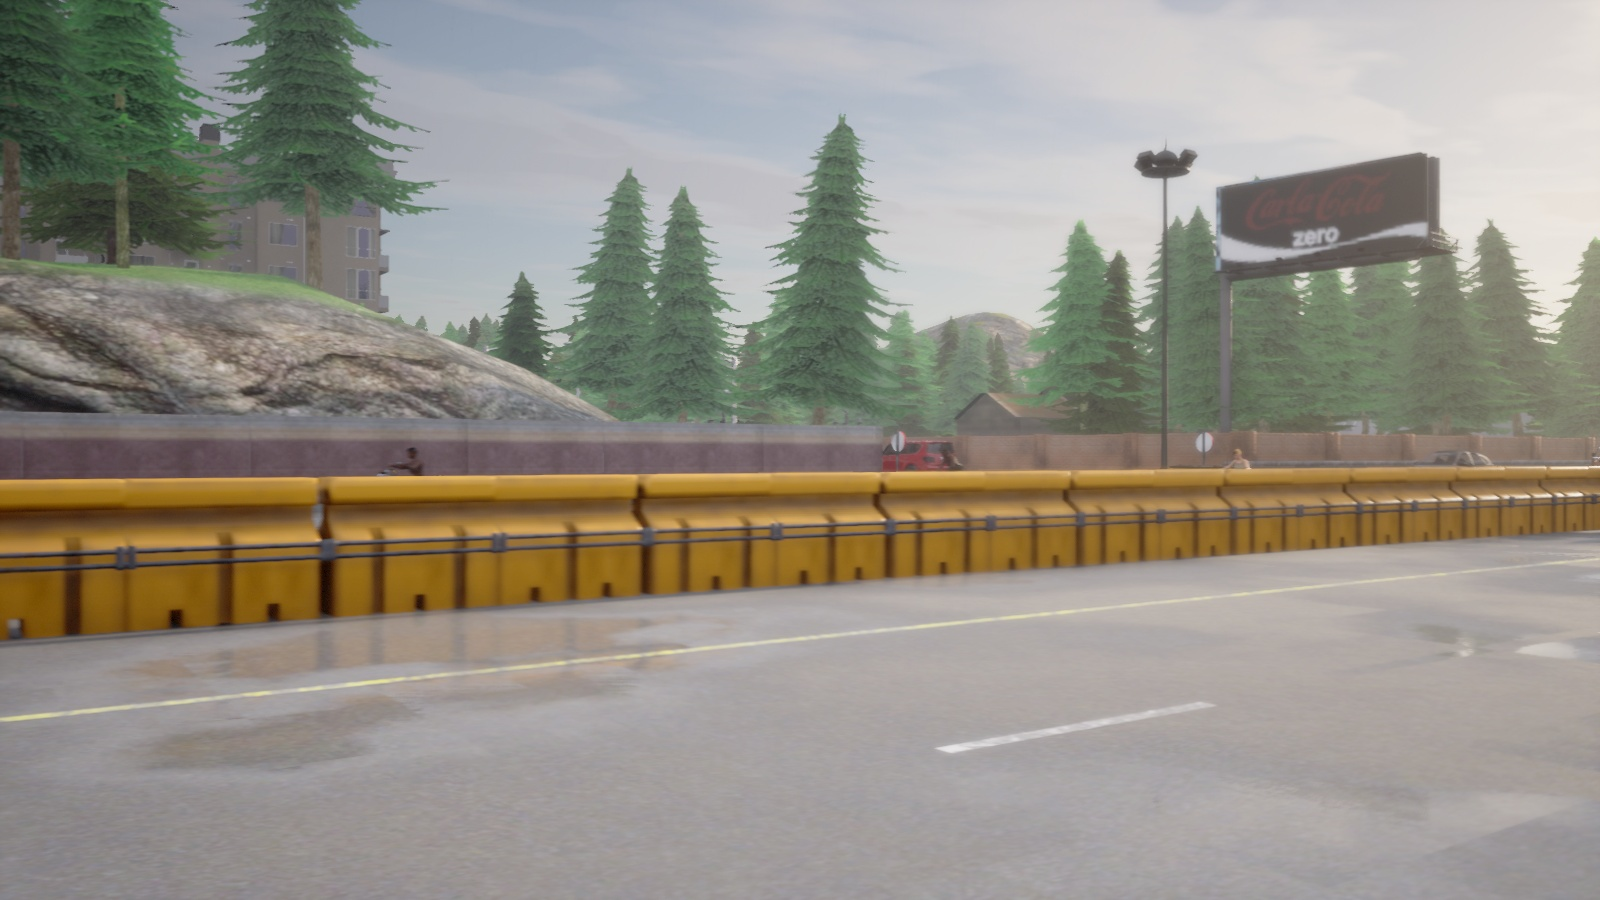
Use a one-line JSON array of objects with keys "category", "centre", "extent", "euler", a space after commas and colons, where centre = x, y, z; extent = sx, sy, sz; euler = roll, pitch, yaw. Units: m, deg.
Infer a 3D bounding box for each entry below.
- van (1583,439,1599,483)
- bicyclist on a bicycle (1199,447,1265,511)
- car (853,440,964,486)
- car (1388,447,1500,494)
[{"category": "van", "centre": [39.879, 0.520, 60.408], "extent": [4.480, 2.038, 2.069], "euler": [0, 0, -34]}, {"category": "bicyclist on a bicycle", "centre": [11.201, 0.732, 32.546], "extent": [1.509, 1.612, 0.866], "euler": [0, 0, -34]}, {"category": "car", "centre": [4.955, 0.569, 58.143], "extent": [2.150, 2.045, 5.566], "euler": [0, 0, -33]}, {"category": "car", "centre": [22.959, 0.696, 44.737], "extent": [3.988, 1.617, 1.851], "euler": [0, 0, -34]}]
